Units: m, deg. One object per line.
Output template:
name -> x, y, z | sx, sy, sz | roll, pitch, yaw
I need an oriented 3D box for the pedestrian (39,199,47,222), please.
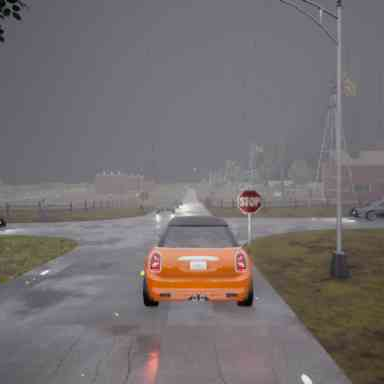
pedestrian -> -12.086, 1.453, 27.029 | 0.375, 1.860, 0.375 | 0, 2, 0

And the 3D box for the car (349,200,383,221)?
car -> 13.563, 1.255, 23.822 | 4.181, 1.385, 1.994 | -1, 1, -1

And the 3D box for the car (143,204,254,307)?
car -> 0.120, 1.350, 8.151 | 2.097, 1.767, 4.553 | 0, 0, 0

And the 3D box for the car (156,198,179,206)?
car -> -2.750, 1.554, 36.596 | 1.837, 1.490, 4.892 | 0, 0, 0

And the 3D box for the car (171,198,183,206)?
car -> -2.640, 1.763, 58.521 | 1.994, 1.385, 4.181 | 0, -1, 0

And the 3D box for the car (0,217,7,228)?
car -> -14.134, 1.841, 21.067 | 4.181, 1.385, 1.994 | -1, 1, -1

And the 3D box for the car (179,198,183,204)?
car -> -2.718, 1.653, 47.141 | 2.033, 1.411, 5.357 | 0, 0, 1
